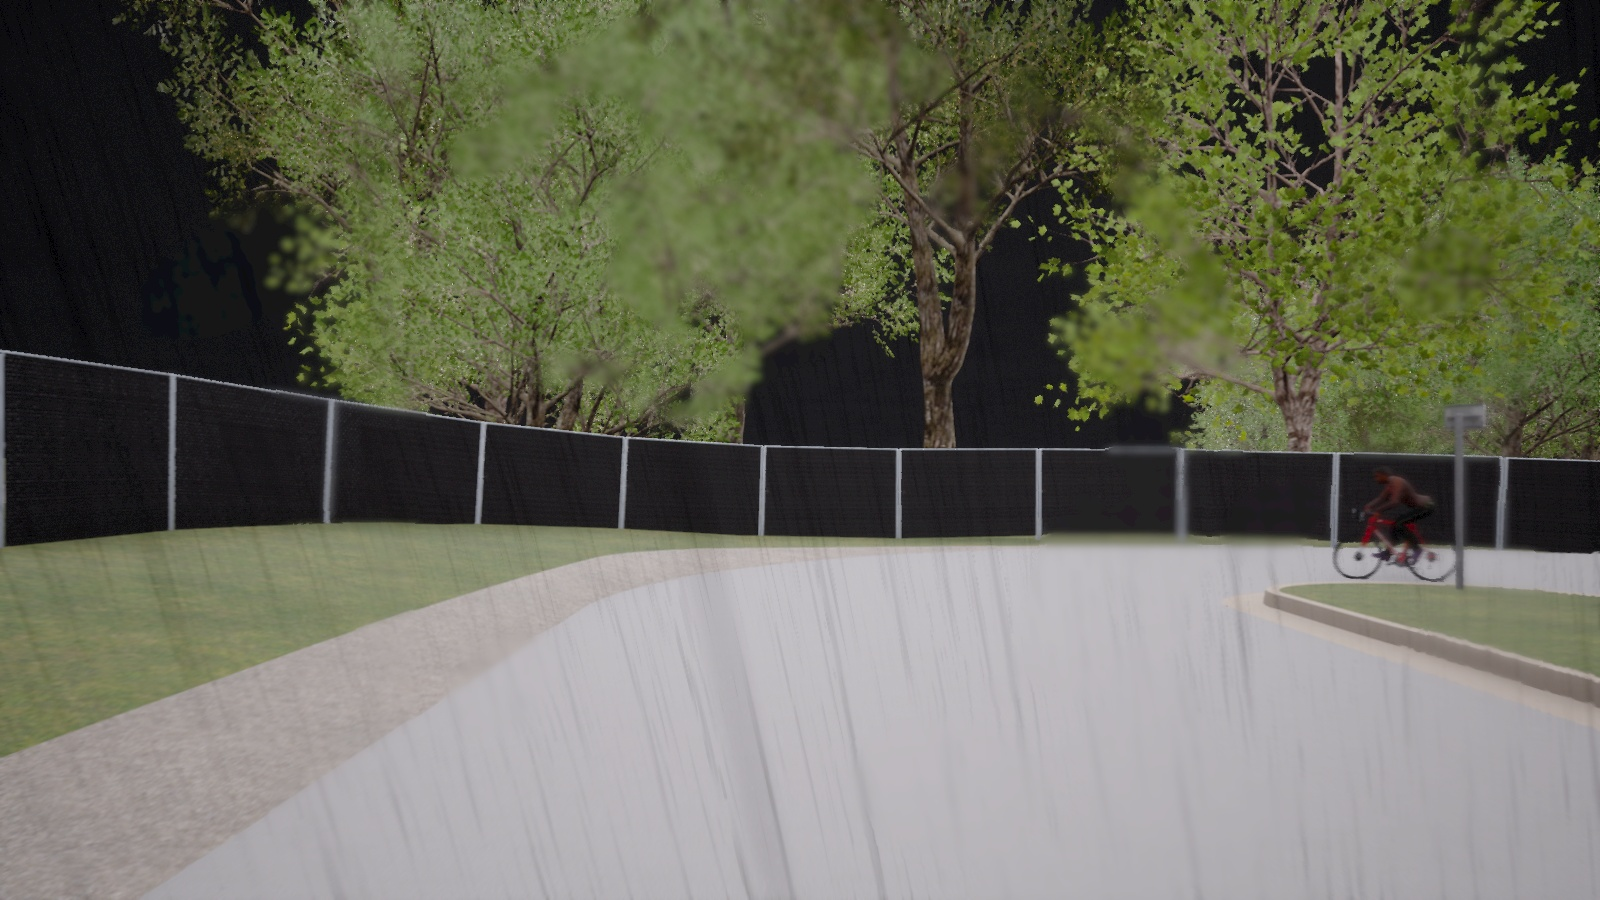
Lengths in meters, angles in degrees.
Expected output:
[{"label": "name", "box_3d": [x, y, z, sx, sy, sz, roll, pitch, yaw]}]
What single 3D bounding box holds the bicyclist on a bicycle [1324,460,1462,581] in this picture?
[{"label": "bicyclist on a bicycle", "box_3d": [8.286, 0.973, 17.598, 1.656, 1.620, 0.582, 0, 3, 14]}]
